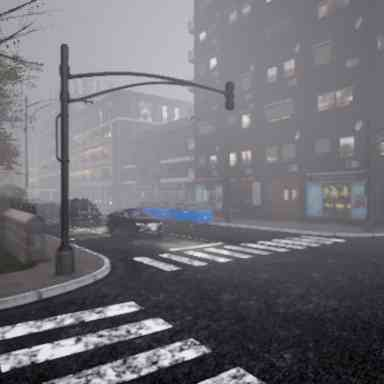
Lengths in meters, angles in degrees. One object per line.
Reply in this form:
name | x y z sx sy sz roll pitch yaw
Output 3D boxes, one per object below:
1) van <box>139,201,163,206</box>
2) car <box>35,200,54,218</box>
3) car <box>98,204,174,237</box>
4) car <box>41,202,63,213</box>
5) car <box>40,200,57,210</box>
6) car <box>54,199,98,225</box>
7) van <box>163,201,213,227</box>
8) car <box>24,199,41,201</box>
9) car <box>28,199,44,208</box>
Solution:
van | -3.420 1.666 29.458 1.690 1.788 3.998 -1 0 -36
car | -15.696 2.008 36.543 1.882 1.535 5.008 0 -1 -36
car | -3.465 1.726 19.700 2.128 1.511 4.902 0 -1 -36
car | -20.483 2.202 48.547 1.837 1.490 4.892 0 -1 -36
car | -26.220 2.323 60.811 1.967 1.590 4.097 -1 0 -36
car | -9.544 1.602 28.061 2.150 2.045 5.566 0 -1 -36
van | -0.163 1.588 24.978 1.690 1.788 3.998 -1 0 -36
car | -27.937 2.360 58.793 1.882 1.535 5.008 0 -1 -36
car | -32.736 2.360 69.768 2.192 1.841 5.009 -1 0 -36
